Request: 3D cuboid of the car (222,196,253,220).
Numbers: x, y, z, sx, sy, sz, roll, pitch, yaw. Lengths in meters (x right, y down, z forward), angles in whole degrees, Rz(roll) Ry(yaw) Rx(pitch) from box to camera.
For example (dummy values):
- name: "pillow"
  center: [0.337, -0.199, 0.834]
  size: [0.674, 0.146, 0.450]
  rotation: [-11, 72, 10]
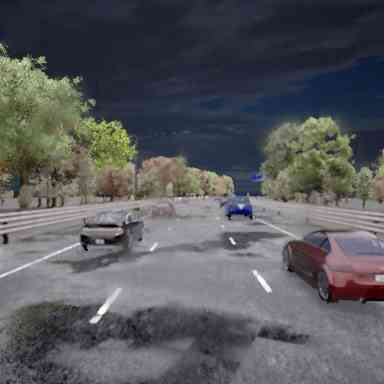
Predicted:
- name: "car"
  center: [4.262, 1.414, 30.830]
  size: [2.150, 2.045, 5.566]
  rotation: [0, 0, 2]

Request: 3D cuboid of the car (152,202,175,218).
- name: "car"
  center: [-2.683, 1.723, 32.227]
  size: [1.812, 1.442, 4.674]
  rotation: [0, 0, 2]

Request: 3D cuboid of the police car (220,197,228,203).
- name: "police car"
  center: [8.520, 2.050, 87.275]
  size: [1.930, 1.638, 5.238]
  rotation: [0, 0, 7]

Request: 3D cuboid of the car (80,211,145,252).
- name: "car"
  center: [-3.235, 1.571, 14.271]
  size: [2.128, 1.511, 4.902]
  rotation: [0, 0, 1]

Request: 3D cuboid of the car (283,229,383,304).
- name: "car"
  center: [3.673, 1.613, 8.307]
  size: [1.994, 1.385, 4.181]
  rotation: [0, 0, 1]

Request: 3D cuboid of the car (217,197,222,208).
- name: "car"
  center: [5.489, 1.871, 54.675]
  size: [1.837, 1.490, 4.892]
  rotation: [0, 0, 4]
